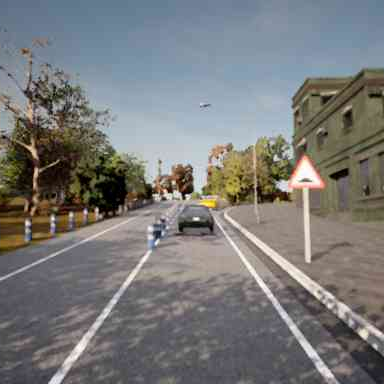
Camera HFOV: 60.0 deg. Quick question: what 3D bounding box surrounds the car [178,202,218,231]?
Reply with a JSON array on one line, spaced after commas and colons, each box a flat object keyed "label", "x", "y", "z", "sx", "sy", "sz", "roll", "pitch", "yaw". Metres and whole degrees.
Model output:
[{"label": "car", "x": 0.229, "y": 1.434, "z": 19.478, "sx": 1.994, "sy": 1.385, "sz": 4.181, "roll": 0, "pitch": -1, "yaw": 0}]

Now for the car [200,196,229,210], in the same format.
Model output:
[{"label": "car", "x": 2.537, "y": 1.180, "z": 36.952, "sx": 1.882, "sy": 1.535, "sz": 5.008, "roll": -4, "pitch": -1, "yaw": 24}]
